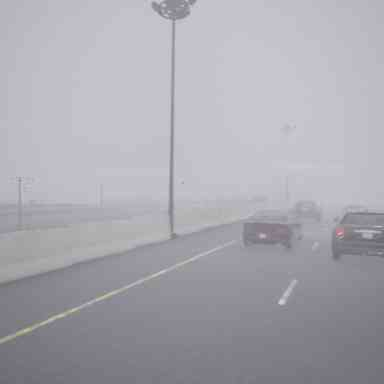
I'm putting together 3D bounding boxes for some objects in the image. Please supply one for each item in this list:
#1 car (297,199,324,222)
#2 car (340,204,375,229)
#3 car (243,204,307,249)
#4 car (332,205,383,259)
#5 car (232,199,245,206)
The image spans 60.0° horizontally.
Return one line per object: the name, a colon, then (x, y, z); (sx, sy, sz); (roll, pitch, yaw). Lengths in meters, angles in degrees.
car: (9.615, 1.436, 27.421); (2.097, 1.767, 4.553); (0, 0, 26)
car: (11.882, 1.639, 24.062); (2.033, 1.411, 5.357); (0, 0, 25)
car: (3.767, 1.517, 14.916); (1.882, 1.535, 5.008); (0, 0, 26)
car: (6.431, 1.400, 12.370); (2.097, 1.767, 4.553); (0, 0, 26)
car: (8.469, 1.496, 58.220); (2.097, 1.767, 4.553); (0, 0, 26)
